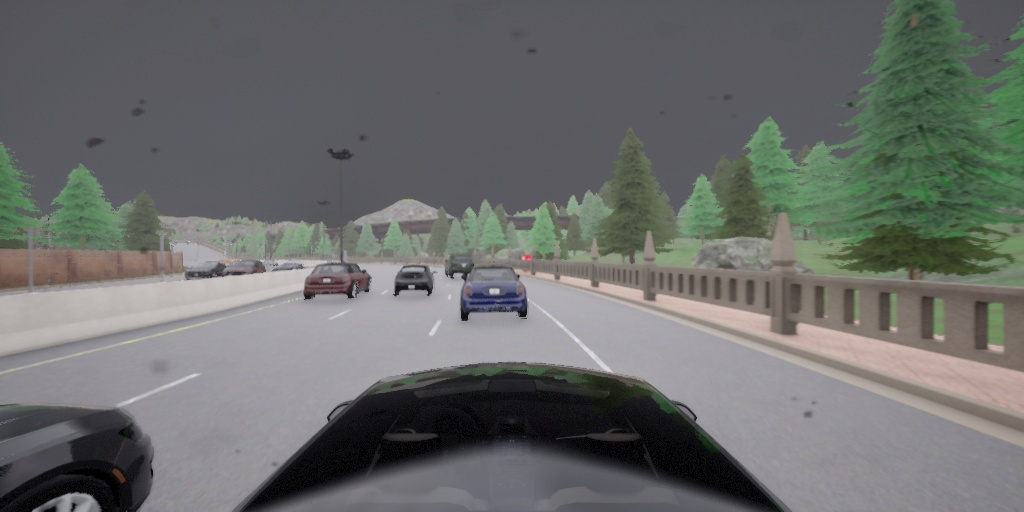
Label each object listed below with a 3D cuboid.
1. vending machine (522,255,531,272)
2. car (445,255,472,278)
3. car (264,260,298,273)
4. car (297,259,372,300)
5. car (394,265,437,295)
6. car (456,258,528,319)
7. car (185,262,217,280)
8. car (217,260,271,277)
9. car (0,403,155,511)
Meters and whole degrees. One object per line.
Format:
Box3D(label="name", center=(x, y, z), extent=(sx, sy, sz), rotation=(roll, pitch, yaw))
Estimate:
Box3D(label="vending machine", center=(1.682, 0.825, 38.492), extent=(1.100, 2.100, 0.880), rotation=(0, 0, -19))
Box3D(label="car", center=(-4.805, 0.901, 32.742), extent=(2.150, 2.045, 5.566), rotation=(0, 0, -17))
Box3D(label="car", center=(-19.053, 1.305, 30.885), extent=(2.033, 1.411, 5.357), rotation=(0, 0, -18))
Box3D(label="car", center=(-8.509, 1.095, 17.907), extent=(2.097, 1.767, 4.553), rotation=(0, 0, -9))
Box3D(label="car", center=(-5.227, 1.227, 19.538), extent=(1.837, 1.490, 4.892), rotation=(0, 0, -10))
Box3D(label="car", center=(-0.737, 1.072, 12.817), extent=(2.097, 1.767, 4.553), rotation=(0, 0, -6))
Box3D(label="car", center=(-26.838, 1.271, 31.804), extent=(1.882, 1.535, 5.008), rotation=(0, 0, -21))
Box3D(label="car", center=(-22.711, 1.128, 30.615), extent=(2.097, 1.767, 4.553), rotation=(0, 0, -19))
Box3D(label="car", center=(-3.543, 1.277, 0.562), extent=(1.837, 1.490, 4.892), rotation=(0, 0, 1))
